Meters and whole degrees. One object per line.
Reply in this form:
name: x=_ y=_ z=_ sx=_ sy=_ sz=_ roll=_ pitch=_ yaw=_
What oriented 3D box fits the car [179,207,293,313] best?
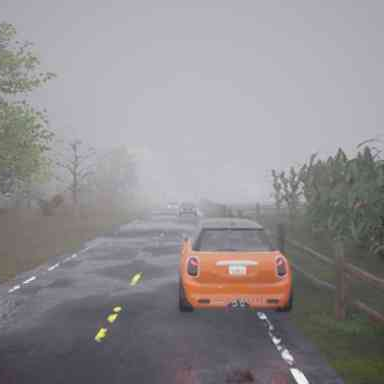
car: x=0.794 y=1.402 z=7.957 sx=2.097 sy=1.767 sz=4.553 roll=0 pitch=0 yaw=0

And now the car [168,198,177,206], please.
car: x=-3.631 y=1.887 z=63.895 sx=2.033 sy=1.411 sz=5.357 roll=0 pitch=0 yaw=-1

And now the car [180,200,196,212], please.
car: x=-0.548 y=1.819 z=44.472 sx=1.994 sy=1.385 sz=4.181 roll=0 pitch=0 yaw=-1

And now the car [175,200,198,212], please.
car: x=-0.402 y=1.748 z=33.952 sx=2.033 sy=1.411 sz=5.357 roll=0 pitch=0 yaw=0
